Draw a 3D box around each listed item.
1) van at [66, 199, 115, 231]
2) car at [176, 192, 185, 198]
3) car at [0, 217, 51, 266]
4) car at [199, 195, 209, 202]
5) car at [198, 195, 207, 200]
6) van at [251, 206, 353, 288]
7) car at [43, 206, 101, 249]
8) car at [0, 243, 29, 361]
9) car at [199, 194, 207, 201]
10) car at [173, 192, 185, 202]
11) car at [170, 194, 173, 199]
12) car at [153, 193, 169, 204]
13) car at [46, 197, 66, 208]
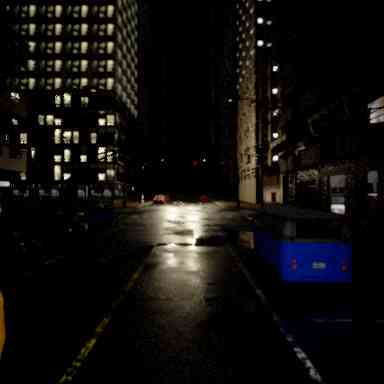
[{"bbox_3d":[-5.812,1.296,19.944,1.690,1.788,3.998,1,0,0],"label":"van"},{"bbox_3d":[-3.015,0.768,89.120,2.097,1.767,4.553,0,0,0],"label":"car"},{"bbox_3d":[-5.645,1.562,8.864,1.802,1.307,4.206,1,0,0],"label":"car"},{"bbox_3d":[2.691,1.425,69.225,1.802,1.307,4.206,1,0,0],"label":"car"},{"bbox_3d":[2.689,1.372,85.957,1.947,1.339,4.313,1,0,0],"label":"car"},{"bbox_3d":[2.706,1.321,8.918,1.690,1.788,3.998,1,0,0],"label":"van"},{"bbox_3d":[-5.646,1.533,14.404,1.947,1.339,4.313,1,0,0],"label":"car"},{"bbox_3d":[-3.099,1.473,1.838,1.882,1.535,5.008,0,0,0],"label":"car"},{"bbox_3d":[2.691,1.343,80.550,1.752,1.417,4.829,1,0,0],"label":"car"},{"bbox_3d":[-3.013,1.373,73.632,2.033,1.411,5.357,0,0,0],"label":"car"},{"bbox_3d":[-5.683,1.158,69.161,2.192,1.841,5.009,1,0,0],"label":"car"},{"bbox_3d":[-5.684,1.308,58.011,1.967,1.590,4.097,1,0,0],"label":"car"},{"bbox_3d":[-16.498,1.401,42.589,4.097,1.590,1.967,0,-1,0],"label":"car"}]
